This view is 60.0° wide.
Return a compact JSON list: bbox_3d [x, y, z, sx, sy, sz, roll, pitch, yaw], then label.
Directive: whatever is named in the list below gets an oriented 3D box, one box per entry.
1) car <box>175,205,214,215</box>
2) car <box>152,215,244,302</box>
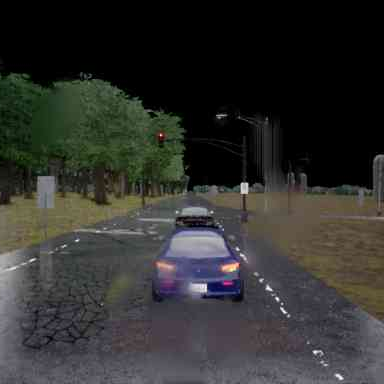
[{"bbox_3d":[0.134,1.431,17.411,1.882,1.535,5.008,0,0,0],"label":"car"},{"bbox_3d":[0.120,1.516,8.132,1.812,1.442,4.674,0,0,0],"label":"car"}]
